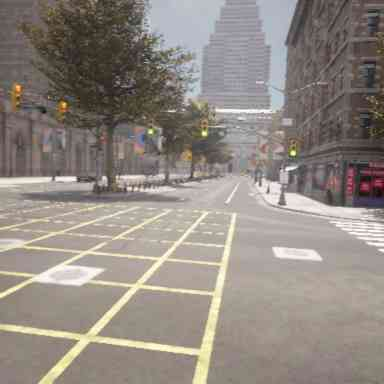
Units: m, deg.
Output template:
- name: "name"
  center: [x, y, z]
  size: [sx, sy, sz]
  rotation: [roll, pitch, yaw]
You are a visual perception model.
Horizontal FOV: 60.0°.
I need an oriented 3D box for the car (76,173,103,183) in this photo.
- name: "car"
  center: [-14.113, -1.991, 45.811]
  size: [1.895, 1.301, 4.718]
  rotation: [3, 4, 9]
